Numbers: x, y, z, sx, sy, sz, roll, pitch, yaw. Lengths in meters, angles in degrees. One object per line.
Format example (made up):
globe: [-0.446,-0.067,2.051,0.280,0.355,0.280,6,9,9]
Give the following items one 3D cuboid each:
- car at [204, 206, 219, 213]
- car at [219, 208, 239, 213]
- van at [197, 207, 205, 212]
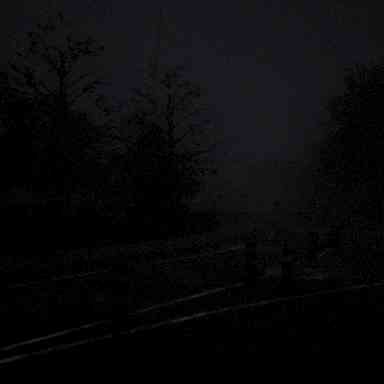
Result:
car: [5.980,4.679,81.867,2.163,1.488,4.792,2,-5,-33]
car: [9.028,4.344,77.305,2.002,1.452,4.674,4,-6,-33]
van: [2.879,4.778,86.549,1.878,1.987,4.442,2,-5,-33]
